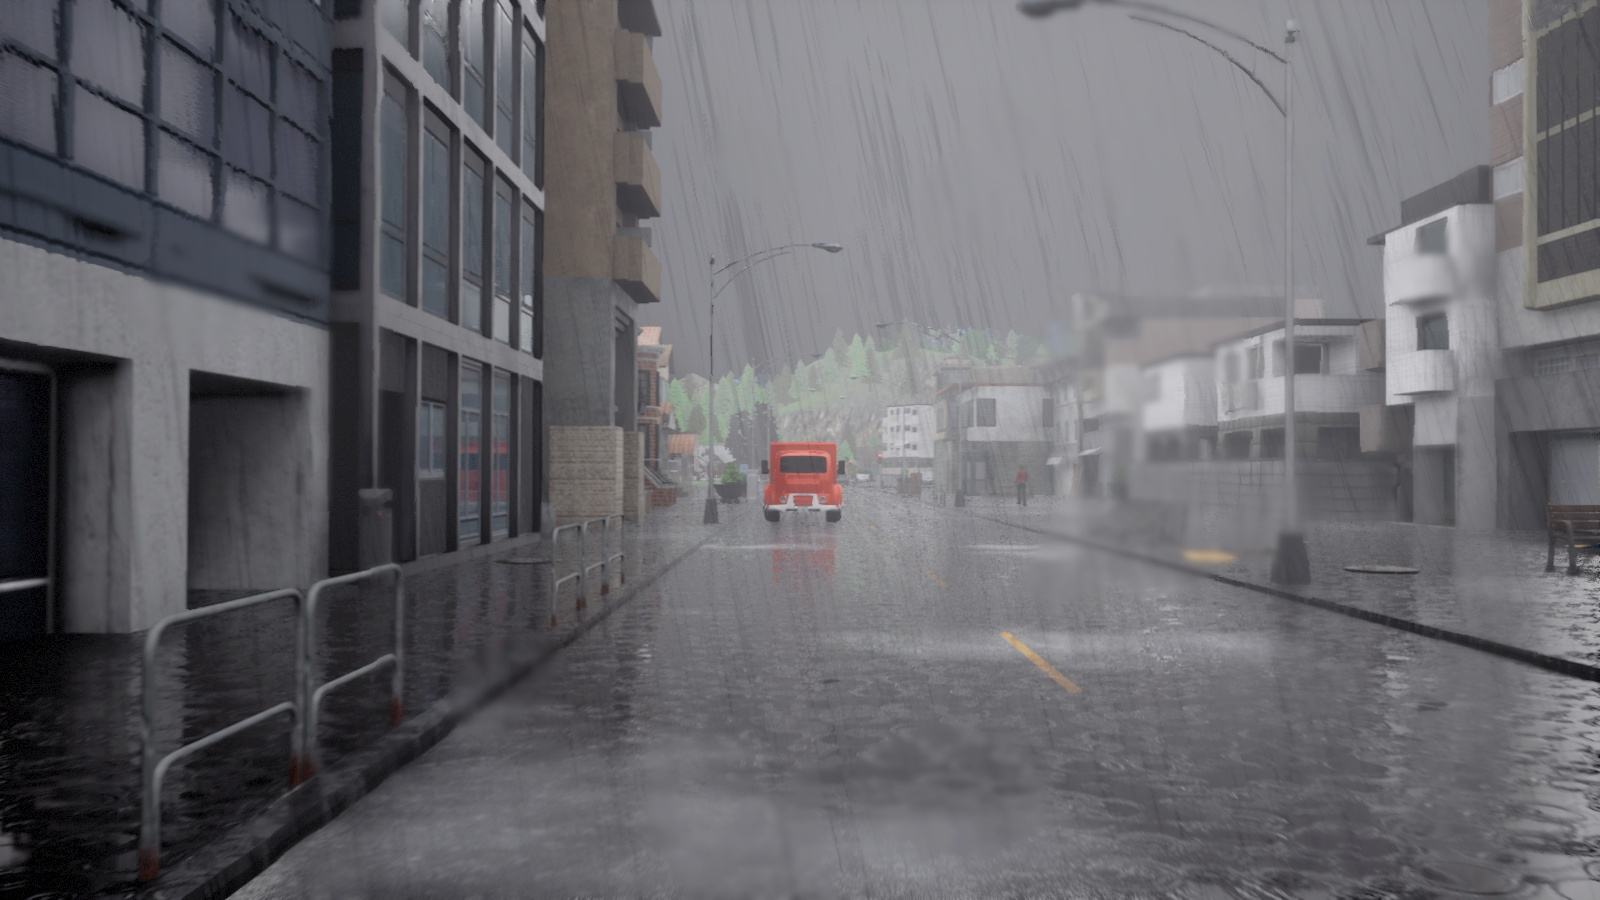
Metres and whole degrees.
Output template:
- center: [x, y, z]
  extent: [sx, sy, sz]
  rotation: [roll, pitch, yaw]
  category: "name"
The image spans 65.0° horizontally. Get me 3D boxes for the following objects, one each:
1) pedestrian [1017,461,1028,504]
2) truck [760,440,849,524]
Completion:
- center: [9.547, 1.392, 53.971]
  extent: [0.331, 1.846, 0.636]
  rotation: [0, -1, -1]
  category: "pedestrian"
- center: [0.134, 0.990, 39.641]
  extent: [2.627, 2.467, 5.204]
  rotation: [0, -1, 0]
  category: "truck"
